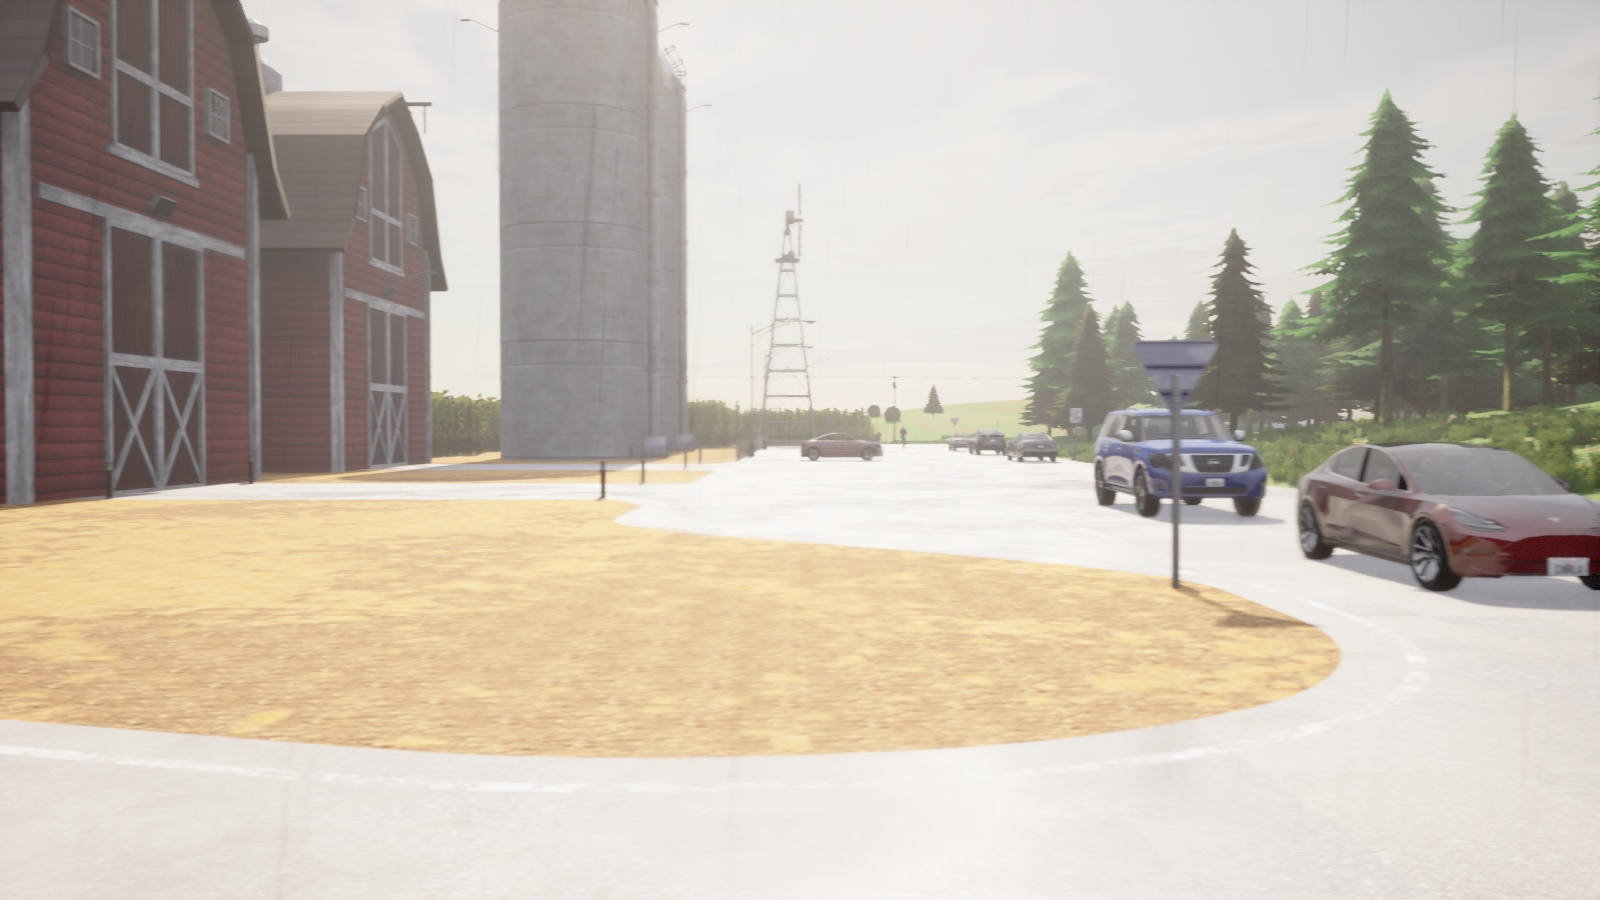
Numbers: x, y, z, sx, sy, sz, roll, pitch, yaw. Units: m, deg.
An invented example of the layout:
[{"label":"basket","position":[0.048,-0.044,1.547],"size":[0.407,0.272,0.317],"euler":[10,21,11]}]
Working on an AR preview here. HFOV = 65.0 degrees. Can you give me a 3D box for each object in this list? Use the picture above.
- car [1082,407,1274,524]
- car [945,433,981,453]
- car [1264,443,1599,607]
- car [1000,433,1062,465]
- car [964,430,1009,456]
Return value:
[{"label":"car","position":[7.319,0.225,25.014],"size":[2.150,2.045,5.566],"euler":[0,1,0]},{"label":"car","position":[11.199,-0.497,86.514],"size":[1.895,1.301,4.718],"euler":[0,1,0]},{"label":"car","position":[7.251,0.701,14.325],"size":[2.163,1.488,4.792],"euler":[0,1,0]},{"label":"car","position":[11.037,-0.072,60.377],"size":[2.033,1.411,5.357],"euler":[0,1,0]},{"label":"car","position":[11.130,-0.443,75.155],"size":[2.007,1.525,4.514],"euler":[0,1,0]}]
